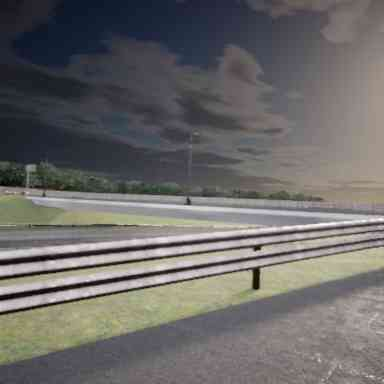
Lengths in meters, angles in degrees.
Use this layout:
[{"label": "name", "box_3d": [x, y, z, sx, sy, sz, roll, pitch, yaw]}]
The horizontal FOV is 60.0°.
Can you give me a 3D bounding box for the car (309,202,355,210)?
[{"label": "car", "box_3d": [17.524, 1.912, 41.697, 5.357, 1.411, 2.033, 2, -2, 18]}]
